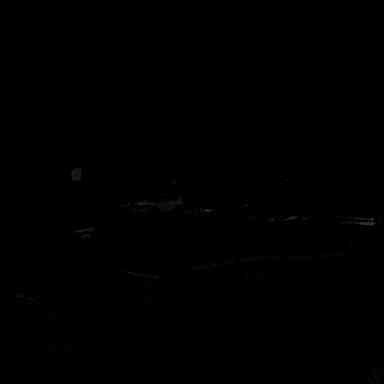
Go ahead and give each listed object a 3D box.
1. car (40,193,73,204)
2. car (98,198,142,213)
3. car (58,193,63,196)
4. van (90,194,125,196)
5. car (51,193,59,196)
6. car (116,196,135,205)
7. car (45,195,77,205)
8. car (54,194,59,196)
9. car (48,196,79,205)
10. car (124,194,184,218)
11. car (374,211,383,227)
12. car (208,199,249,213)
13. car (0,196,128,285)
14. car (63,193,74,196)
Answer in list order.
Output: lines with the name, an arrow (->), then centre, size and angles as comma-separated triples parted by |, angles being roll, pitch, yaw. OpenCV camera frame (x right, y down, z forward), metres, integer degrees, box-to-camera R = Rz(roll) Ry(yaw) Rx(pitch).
car -> -26.487, 1.232, 65.127 | 2.435, 2.045, 5.566 | -1, 0, 36
car -> -8.057, 1.491, 37.686 | 2.002, 1.452, 4.674 | -1, 0, 36
car -> -18.093, 1.332, 52.658 | 2.185, 1.767, 4.553 | 0, 1, 36
van -> -9.801, 1.228, 40.077 | 1.878, 1.987, 4.442 | 0, 1, 36
car -> -21.452, 1.214, 57.647 | 2.435, 2.045, 5.566 | -1, 0, 36
car -> -12.123, 1.521, 60.612 | 1.994, 1.385, 4.181 | 0, 0, -34
car -> -24.702, 1.471, 62.763 | 1.946, 1.575, 5.366 | -1, 0, 36
car -> -19.777, 1.491, 55.157 | 2.163, 1.488, 4.792 | -1, 0, 36
car -> -23.119, 1.500, 60.142 | 2.163, 1.488, 4.792 | -1, 0, 36
car -> -3.008, 1.198, 30.194 | 2.435, 2.045, 5.566 | 0, 1, 36
car -> 13.032, 1.486, 19.943 | 1.837, 1.490, 4.892 | 3, 0, -4
car -> 3.965, 1.491, 36.910 | 2.033, 1.411, 5.357 | 0, 0, -34
car -> -4.804, 1.232, 9.685 | 5.566, 2.045, 2.435 | -1, 0, 35
car -> -16.420, 1.330, 50.166 | 2.185, 1.767, 4.553 | 0, 1, 36
